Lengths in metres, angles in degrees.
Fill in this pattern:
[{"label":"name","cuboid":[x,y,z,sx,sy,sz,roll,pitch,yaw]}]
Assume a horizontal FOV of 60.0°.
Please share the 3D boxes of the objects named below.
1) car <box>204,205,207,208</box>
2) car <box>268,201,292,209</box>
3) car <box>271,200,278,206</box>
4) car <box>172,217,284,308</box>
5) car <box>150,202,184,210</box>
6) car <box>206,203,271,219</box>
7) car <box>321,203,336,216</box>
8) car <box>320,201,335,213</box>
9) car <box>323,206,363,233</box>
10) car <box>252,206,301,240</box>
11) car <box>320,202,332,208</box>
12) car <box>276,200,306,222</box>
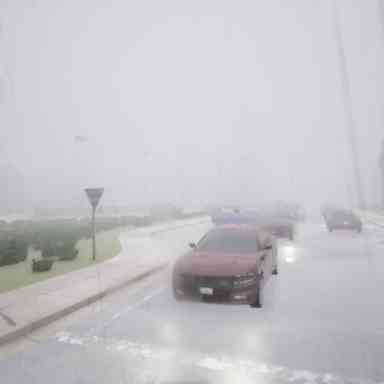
[{"label":"car","cuboid":[4.324,2.853,67.015,3.905,1.438,1.784,-1,-1,21]},{"label":"car","cuboid":[16.775,2.549,63.578,4.193,1.474,1.816,-1,-1,21]},{"label":"car","cuboid":[12.527,2.163,50.774,3.866,1.878,1.905,-1,-1,21]},{"label":"car","cuboid":[1.123,1.649,8.713,1.882,1.535,5.008,-1,-1,20]},{"label":"car","cuboid":[-3.476,2.339,45.937,4.605,1.855,1.932,-1,-1,21]},{"label":"car","cuboid":[3.954,2.008,28.137,4.611,1.667,2.242,-1,-1,21]},{"label":"car","cuboid":[13.510,2.031,31.447,1.895,1.301,4.718,-1,-1,21]},{"label":"car","cuboid":[19.976,2.162,49.060,1.882,1.535,5.008,-1,-1,20]},{"label":"car","cuboid":[10.029,1.859,22.078,1.994,1.385,4.181,-1,-1,21]},{"label":"car","cuboid":[5.021,1.800,19.208,1.882,1.535,5.008,-1,-1,21]},{"label":"car","cuboid":[16.808,2.123,40.407,1.994,1.385,4.181,-1,-1,22]},{"label":"car","cuboid":[9.494,1.847,31.200,2.097,1.767,4.553,-1,-1,21]}]
